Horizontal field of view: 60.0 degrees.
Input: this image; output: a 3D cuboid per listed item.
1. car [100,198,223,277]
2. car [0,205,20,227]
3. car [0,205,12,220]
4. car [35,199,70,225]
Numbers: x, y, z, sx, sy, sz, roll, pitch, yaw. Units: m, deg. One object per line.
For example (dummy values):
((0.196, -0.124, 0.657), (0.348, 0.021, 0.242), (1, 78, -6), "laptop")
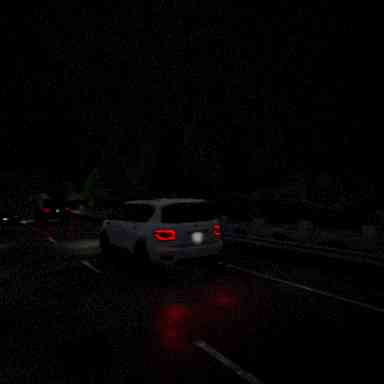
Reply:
((-1.259, 1.237, 10.712), (2.150, 2.045, 5.566), (-1, 0, -31), "car")
((-14.684, 1.998, 26.083), (1.994, 1.385, 4.181), (-1, -1, -32), "car")
((-21.757, 2.259, 37.702), (2.128, 1.511, 4.902), (-1, -1, -31), "car")
((-11.795, 1.605, 28.043), (2.150, 2.045, 5.566), (-1, -1, -31), "car")
